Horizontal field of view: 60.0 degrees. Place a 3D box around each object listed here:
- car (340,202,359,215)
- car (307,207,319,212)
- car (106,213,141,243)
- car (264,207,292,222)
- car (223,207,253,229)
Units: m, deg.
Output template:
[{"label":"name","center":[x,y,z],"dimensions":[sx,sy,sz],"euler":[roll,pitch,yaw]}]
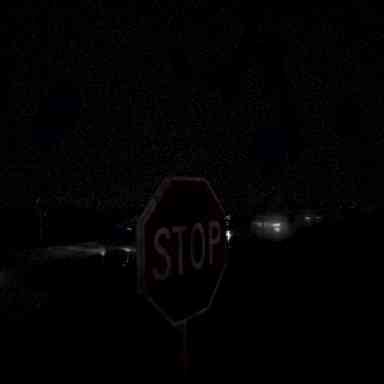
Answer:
[{"label":"car","center":[24.754,2.546,52.230],"dimensions":[2.150,2.045,5.566],"euler":[-2,-2,35]},{"label":"car","center":[17.761,2.402,47.286],"dimensions":[1.994,1.385,4.181],"euler":[-2,-2,35]},{"label":"car","center":[-2.545,1.897,18.711],"dimensions":[1.882,1.535,5.008],"euler":[-2,-2,35]},{"label":"car","center":[8.965,2.353,34.993],"dimensions":[1.837,1.490,4.892],"euler":[-2,-2,35]},{"label":"car","center":[3.141,1.981,26.771],"dimensions":[2.097,1.767,4.553],"euler":[-2,-2,35]}]
